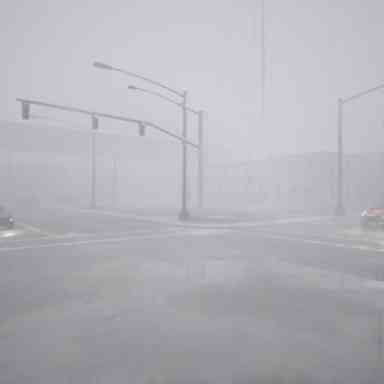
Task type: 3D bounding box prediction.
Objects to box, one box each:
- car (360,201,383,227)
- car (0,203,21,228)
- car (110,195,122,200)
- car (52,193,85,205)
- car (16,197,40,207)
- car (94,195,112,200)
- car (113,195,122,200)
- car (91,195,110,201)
[{"bbox_3d":[13.075,1.390,21.944,4.553,1.767,2.097,0,0,-37],"label":"car"},{"bbox_3d":[-12.841,1.539,21.352,2.033,1.411,5.357,1,0,-38],"label":"car"},{"bbox_3d":[-19.913,1.584,88.629,2.038,1.542,4.974,0,0,-7],"label":"car"},{"bbox_3d":[-23.463,1.256,62.183,2.150,2.045,5.566,0,0,28],"label":"car"},{"bbox_3d":[-25.871,1.517,52.541,1.812,1.442,4.674,0,0,1],"label":"car"},{"bbox_3d":[-23.687,1.401,88.478,4.536,1.218,1.853,0,0,23],"label":"car"},{"bbox_3d":[-19.919,1.427,88.681,1.853,1.218,4.536,0,0,-7],"label":"car"},{"bbox_3d":[-23.640,1.559,88.457,4.974,1.542,2.038,0,0,23],"label":"car"}]
